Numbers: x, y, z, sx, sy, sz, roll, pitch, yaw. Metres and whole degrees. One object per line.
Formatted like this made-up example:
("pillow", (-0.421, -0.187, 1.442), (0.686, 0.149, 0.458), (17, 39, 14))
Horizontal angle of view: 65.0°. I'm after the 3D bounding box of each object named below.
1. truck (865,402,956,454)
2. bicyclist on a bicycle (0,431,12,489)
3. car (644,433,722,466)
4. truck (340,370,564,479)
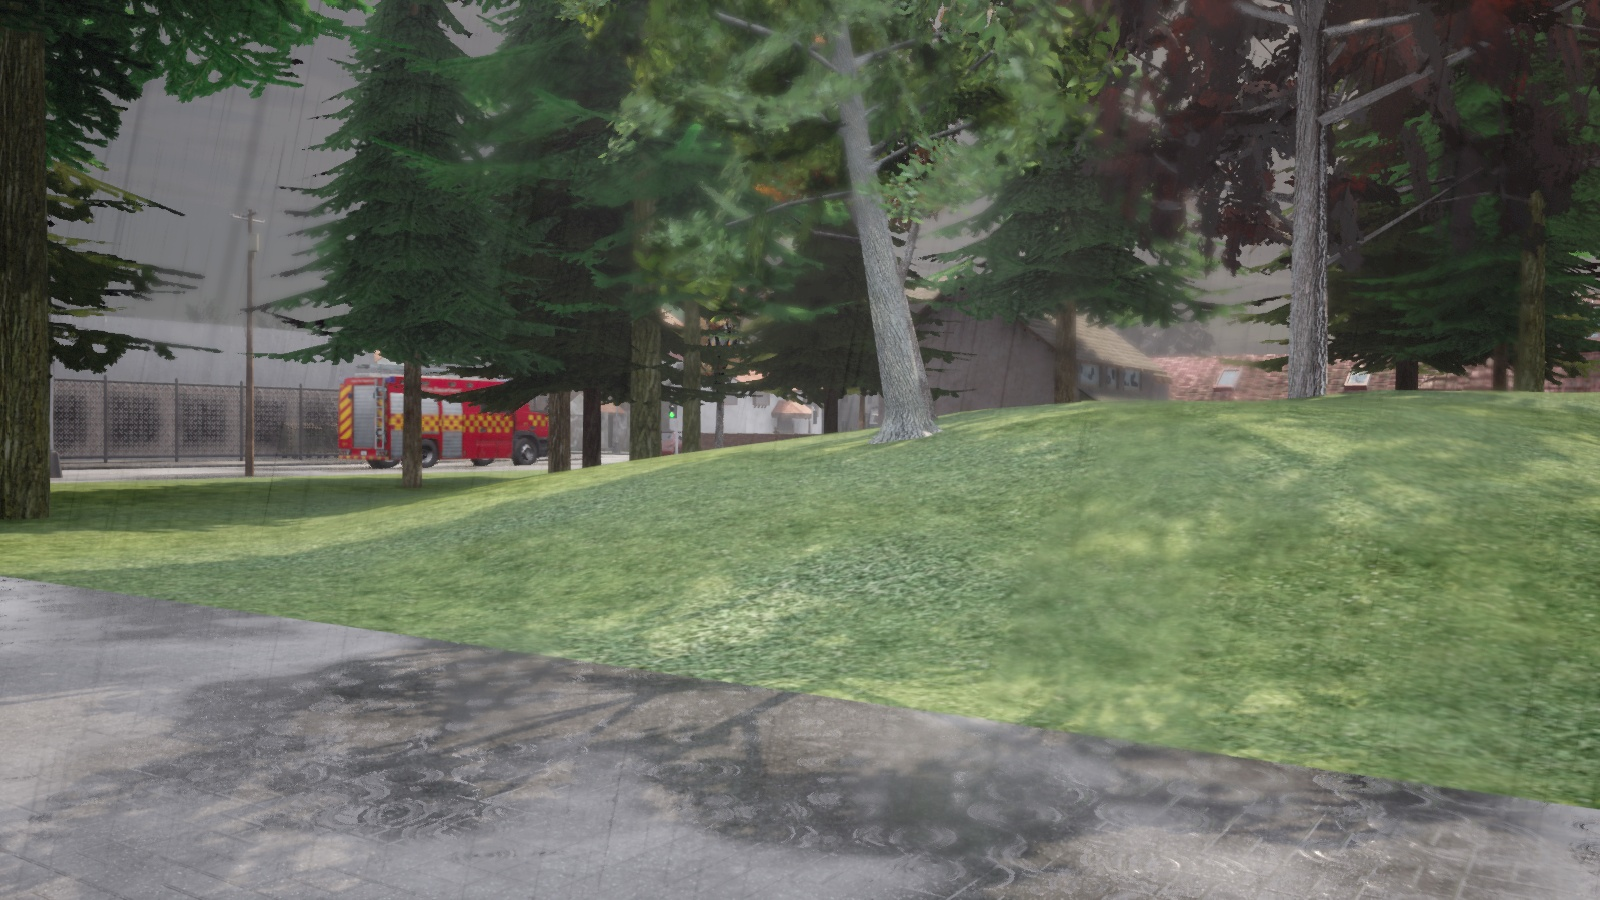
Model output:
("truck", (7.773, -1.513, 87.329), (2.891, 3.462, 7.936), (0, 1, 33))
("bicyclist on a bicycle", (-24.991, 0.310, 37.950), (0.659, 1.776, 1.843), (0, 1, 34))
("car", (-5.552, -0.024, 60.018), (1.845, 1.501, 3.633), (0, 1, 33))
("truck", (-13.198, -0.976, 48.482), (2.891, 3.827, 8.468), (0, 1, 34))
